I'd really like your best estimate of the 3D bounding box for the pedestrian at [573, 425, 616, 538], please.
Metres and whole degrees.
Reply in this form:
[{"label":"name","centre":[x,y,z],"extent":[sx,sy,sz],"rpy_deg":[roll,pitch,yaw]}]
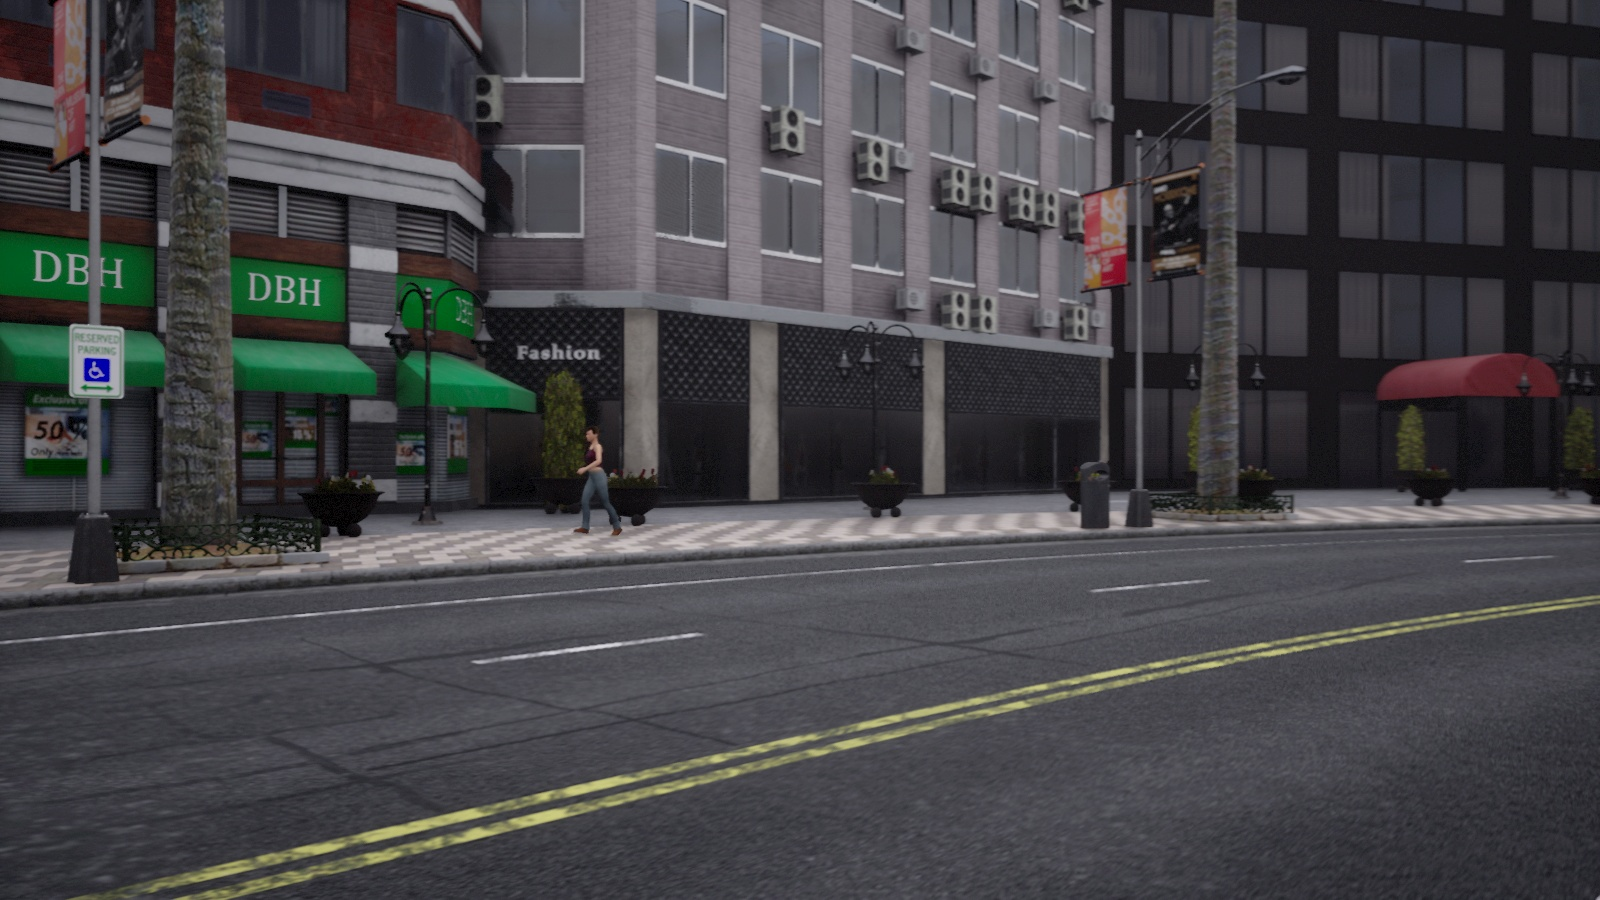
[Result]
[{"label":"pedestrian","centre":[-3.391,0.506,20.727],"extent":[0.594,1.836,0.345],"rpy_deg":[0,0,-35]}]
